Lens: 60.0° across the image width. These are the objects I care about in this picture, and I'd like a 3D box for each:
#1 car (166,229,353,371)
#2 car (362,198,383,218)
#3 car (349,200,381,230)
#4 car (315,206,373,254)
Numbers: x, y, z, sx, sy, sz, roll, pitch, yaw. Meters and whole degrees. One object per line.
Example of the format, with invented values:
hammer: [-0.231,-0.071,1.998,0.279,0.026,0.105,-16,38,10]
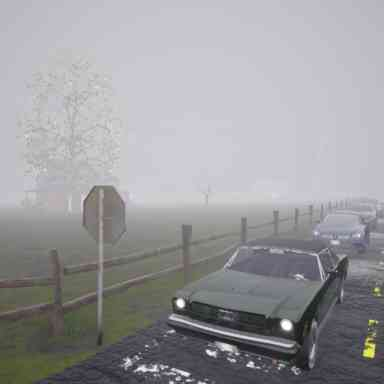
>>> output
car: [1.559,1.602,5.991,1.895,1.301,4.718,0,0,31]
car: [16.027,1.358,29.952,2.097,1.767,4.553,0,0,31]
car: [10.933,1.509,21.536,1.837,1.490,4.892,0,0,31]
car: [6.280,1.529,13.816,1.812,1.442,4.674,0,0,31]
